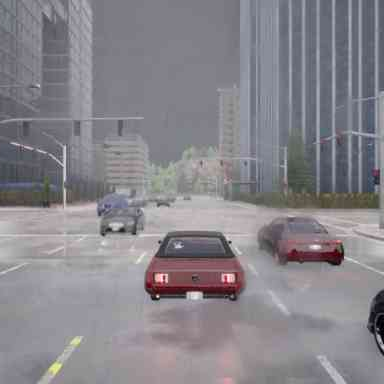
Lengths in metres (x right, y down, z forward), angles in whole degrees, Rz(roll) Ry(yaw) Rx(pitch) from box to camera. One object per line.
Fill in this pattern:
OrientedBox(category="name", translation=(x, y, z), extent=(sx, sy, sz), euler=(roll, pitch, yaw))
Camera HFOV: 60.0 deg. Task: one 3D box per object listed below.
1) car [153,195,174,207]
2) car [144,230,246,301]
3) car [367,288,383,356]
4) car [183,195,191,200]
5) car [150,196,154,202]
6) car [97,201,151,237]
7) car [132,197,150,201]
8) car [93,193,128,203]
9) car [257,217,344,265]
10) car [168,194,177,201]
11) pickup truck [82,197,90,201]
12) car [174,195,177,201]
OrientedBox(category="car", translation=(-4.350, 1.547, 51.564), extent=(2.033, 1.411, 5.357), euler=(0, 0, -1))
OrientedBox(category="car", translation=(0.071, 1.601, 8.289), extent=(1.895, 1.301, 4.718), euler=(0, 0, 0))
OrientedBox(category="car", translation=(3.608, 1.564, 3.236), extent=(1.994, 1.385, 4.181), euler=(0, 0, -1))
OrientedBox(category="car", translation=(-1.295, 1.553, 88.561), extent=(1.994, 1.385, 4.181), euler=(0, 0, -1))
OrientedBox(category="car", translation=(-8.010, 1.506, 68.837), extent=(1.837, 1.490, 4.892), euler=(0, 0, -1))
OrientedBox(category="car", translation=(-3.668, 1.491, 18.266), extent=(2.128, 1.511, 4.902), euler=(0, 0, -1))
OrientedBox(category="car", translation=(-7.819, 1.526, 49.408), extent=(1.812, 1.442, 4.674), euler=(0, 0, -1))
OrientedBox(category="car", translation=(-7.458, 1.220, 31.819), extent=(2.150, 2.045, 5.566), euler=(0, 0, -2))
OrientedBox(category="car", translation=(3.577, 1.564, 11.647), extent=(1.994, 1.385, 4.181), euler=(0, 0, 0))
OrientedBox(category="car", translation=(-4.693, 1.385, 81.486), extent=(2.128, 1.511, 4.902), euler=(0, 0, -1))
OrientedBox(category="pickup truck", translation=(-21.197, 1.059, 73.336), extent=(2.390, 2.098, 6.274), euler=(0, 0, 30))
OrientedBox(category="car", translation=(-4.500, 1.506, 66.358), extent=(1.837, 1.490, 4.892), euler=(0, 0, 0))
